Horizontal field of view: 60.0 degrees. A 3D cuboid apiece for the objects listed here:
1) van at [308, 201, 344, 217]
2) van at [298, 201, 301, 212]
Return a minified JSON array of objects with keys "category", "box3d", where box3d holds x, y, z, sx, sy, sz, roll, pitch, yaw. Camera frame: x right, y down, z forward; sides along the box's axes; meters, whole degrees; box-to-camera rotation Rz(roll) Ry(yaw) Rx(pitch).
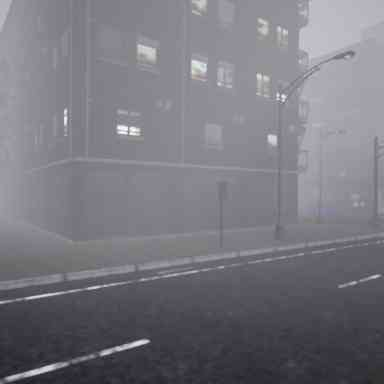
[{"category":"van","box3d":[15.381,1.932,38.466,1.690,1.788,3.998,-1,0,-36]},{"category":"van","box3d":[12.064,2.004,42.980,1.690,1.788,3.998,-1,0,-36]}]
